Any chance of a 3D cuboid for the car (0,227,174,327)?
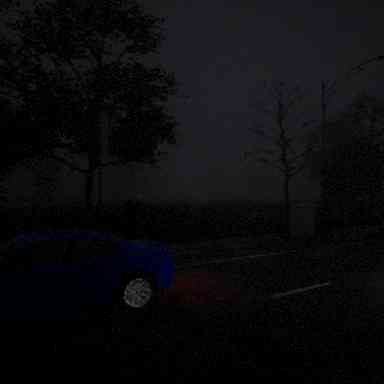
[{"bbox_3d":[-2.731,1.464,6.202,5.008,1.535,1.882,0,0,-34],"label":"car"}]
